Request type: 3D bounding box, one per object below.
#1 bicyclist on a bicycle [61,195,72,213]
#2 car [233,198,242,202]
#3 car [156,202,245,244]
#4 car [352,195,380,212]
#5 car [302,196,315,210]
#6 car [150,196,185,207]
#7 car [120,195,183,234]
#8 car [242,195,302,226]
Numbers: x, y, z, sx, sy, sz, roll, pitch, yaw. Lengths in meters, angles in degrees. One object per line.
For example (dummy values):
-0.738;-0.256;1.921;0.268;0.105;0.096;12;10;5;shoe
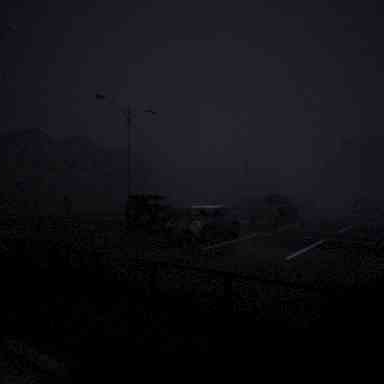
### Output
-11.372;1.125;30.141;1.656;1.620;0.582;0;0;35;bicyclist on a bicycle
5.443;1.307;33.922;2.007;1.523;4.514;0;0;35;car
0.508;1.366;14.784;1.970;1.475;3.806;0;0;35;car
17.929;1.158;34.149;2.152;1.636;5.027;0;0;35;car
12.495;1.240;37.578;1.970;1.475;3.806;0;0;35;car
-3.447;1.374;48.056;2.033;1.411;5.357;0;0;35;car
-1.859;1.084;17.197;1.905;1.878;3.866;0;0;35;car
5.357;1.103;21.740;1.932;1.855;4.605;0;0;35;car
